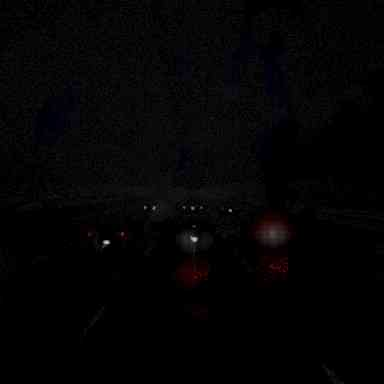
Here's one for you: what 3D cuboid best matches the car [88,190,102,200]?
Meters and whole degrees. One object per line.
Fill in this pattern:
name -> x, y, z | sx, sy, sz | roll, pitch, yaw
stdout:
car -> -21.025, 0.653, 72.770 | 2.150, 2.045, 5.566 | 0, 1, 0

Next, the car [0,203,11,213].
car -> -17.607, 1.703, 30.227 | 1.994, 1.385, 4.181 | 0, 0, 0

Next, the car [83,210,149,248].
car -> -3.408, 1.724, 15.489 | 1.895, 1.301, 4.718 | 0, 0, 0

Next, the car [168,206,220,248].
car -> 0.091, 1.628, 15.550 | 1.837, 1.490, 4.892 | 0, 0, 0

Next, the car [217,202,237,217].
car -> 3.587, 1.687, 33.042 | 1.994, 1.385, 4.181 | 0, 0, 0

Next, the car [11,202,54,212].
car -> -14.108, 1.665, 30.264 | 1.812, 1.442, 4.674 | 0, 0, 0

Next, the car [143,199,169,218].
car -> -3.414, 1.481, 32.168 | 2.097, 1.767, 4.553 | 0, 0, 0

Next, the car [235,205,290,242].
car -> 3.592, 1.637, 17.118 | 1.837, 1.490, 4.892 | 0, 0, 0

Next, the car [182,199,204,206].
car -> 0.086, 1.480, 32.211 | 2.097, 1.767, 4.553 | 0, 0, 0

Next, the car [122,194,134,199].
car -> -14.025, 1.022, 72.781 | 1.895, 1.301, 4.718 | 0, 1, 0

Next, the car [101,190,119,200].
car -> -17.525, 0.653, 72.772 | 2.150, 2.045, 5.566 | 0, 1, 0
